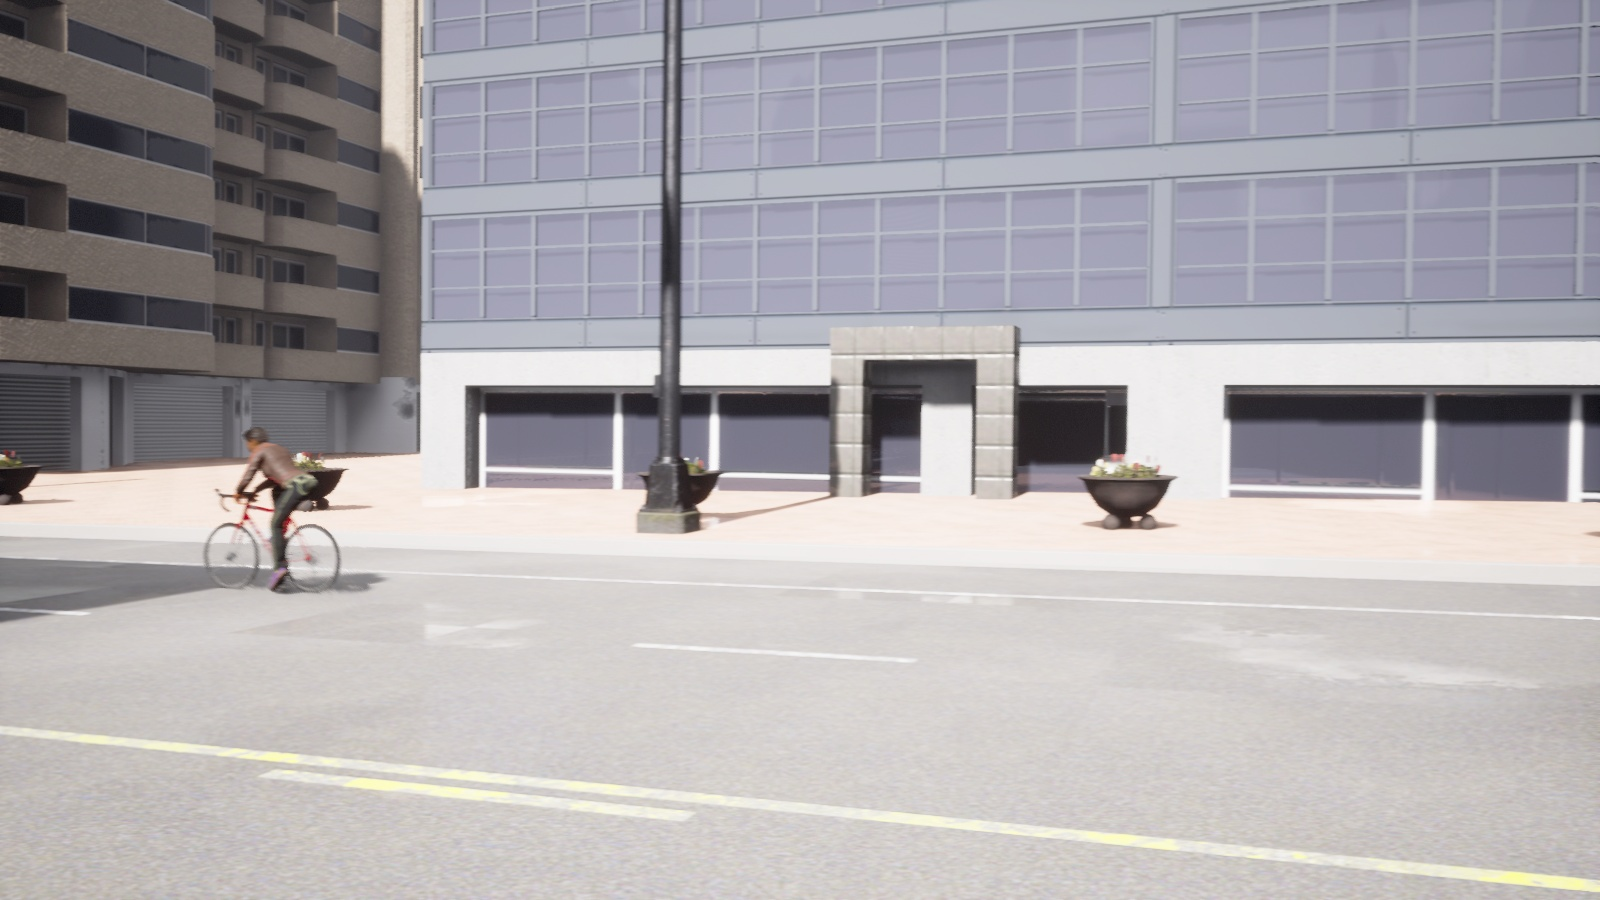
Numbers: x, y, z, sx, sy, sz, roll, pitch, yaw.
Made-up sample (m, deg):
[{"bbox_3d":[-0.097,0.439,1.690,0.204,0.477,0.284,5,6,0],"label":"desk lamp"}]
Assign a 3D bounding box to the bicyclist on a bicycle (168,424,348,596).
[{"bbox_3d":[-5.338,0.560,12.374,1.656,1.620,0.582,0,1,19],"label":"bicyclist on a bicycle"}]
